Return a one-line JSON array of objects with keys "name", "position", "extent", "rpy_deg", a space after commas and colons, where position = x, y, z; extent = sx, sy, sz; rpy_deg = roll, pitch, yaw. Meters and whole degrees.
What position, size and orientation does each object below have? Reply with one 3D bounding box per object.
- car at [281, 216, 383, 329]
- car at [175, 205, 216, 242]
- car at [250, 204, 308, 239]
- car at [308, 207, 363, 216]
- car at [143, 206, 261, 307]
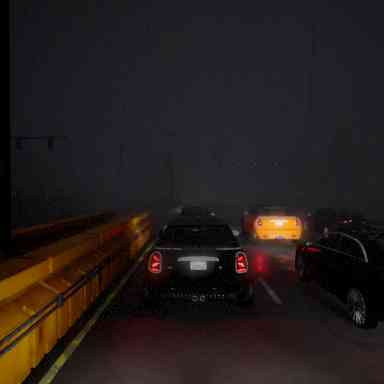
[{"name": "car", "position": [3.620, 1.492, 6.898], "extent": [2.128, 1.511, 4.902], "rpy_deg": [0, 0, 0]}, {"name": "car", "position": [0.154, 1.505, 17.313], "extent": [1.837, 1.490, 4.892], "rpy_deg": [0, 0, 0]}, {"name": "car", "position": [3.651, 1.352, 16.009], "extent": [2.097, 1.767, 4.553], "rpy_deg": [0, 0, 0]}, {"name": "car", "position": [7.153, 1.505, 16.879], "extent": [1.837, 1.490, 4.892], "rpy_deg": [0, 0, 0]}, {"name": "car", "position": [0.123, 1.352, 8.138], "extent": [2.097, 1.767, 4.553], "rpy_deg": [0, 0, 0]}]
